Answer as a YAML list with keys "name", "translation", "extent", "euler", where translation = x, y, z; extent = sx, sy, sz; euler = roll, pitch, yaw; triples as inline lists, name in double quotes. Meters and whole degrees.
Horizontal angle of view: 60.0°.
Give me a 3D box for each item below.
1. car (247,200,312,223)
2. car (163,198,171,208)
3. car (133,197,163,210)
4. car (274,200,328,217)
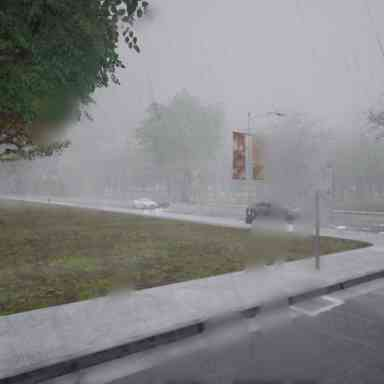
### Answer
- name: "car"
  translation: [6.322, 1.489, 25.466]
  extent: [1.837, 1.490, 4.892]
  euler: [0, 0, -35]
- name: "car"
  translation: [-4.840, 1.473, 46.795]
  extent: [1.837, 1.490, 4.892]
  euler: [0, 0, -35]
- name: "car"
  translation: [-6.059, 1.497, 42.882]
  extent: [1.812, 1.442, 4.674]
  euler: [0, 0, -35]
- name: "car"
  translation: [10.248, 1.498, 31.524]
  extent: [1.812, 1.442, 4.674]
  euler: [0, 0, -36]
